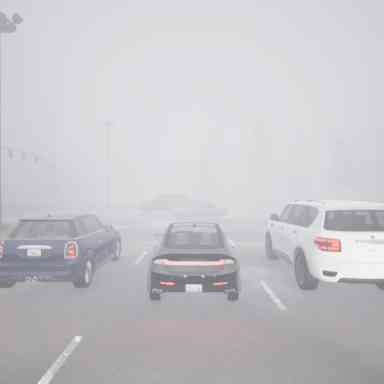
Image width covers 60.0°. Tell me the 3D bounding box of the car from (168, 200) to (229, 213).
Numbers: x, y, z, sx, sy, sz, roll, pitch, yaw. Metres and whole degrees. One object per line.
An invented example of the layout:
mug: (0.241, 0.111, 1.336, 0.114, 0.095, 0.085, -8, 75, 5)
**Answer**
car: (0.646, 1.595, 28.275, 4.718, 1.301, 1.895, 0, 0, -10)

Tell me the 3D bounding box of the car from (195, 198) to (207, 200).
car: (-1.161, 1.497, 38.576, 4.892, 1.490, 1.837, 0, 0, -9)

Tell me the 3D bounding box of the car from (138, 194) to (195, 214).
car: (-2.846, 1.214, 34.758, 5.566, 2.045, 2.150, 0, 0, -10)

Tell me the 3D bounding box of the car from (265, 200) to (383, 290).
car: (3.559, 1.220, 9.176, 2.150, 2.045, 5.566, 0, 0, 1)

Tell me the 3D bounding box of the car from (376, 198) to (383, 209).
car: (27.485, 1.495, 44.360, 4.892, 1.490, 1.837, 0, 0, 0)

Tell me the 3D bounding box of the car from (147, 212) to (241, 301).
car: (0.056, 1.490, 8.321, 2.128, 1.511, 4.902, 0, 0, 1)

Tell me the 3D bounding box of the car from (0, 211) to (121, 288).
car: (-3.437, 1.350, 9.403, 2.097, 1.767, 4.553, 0, 0, 0)
